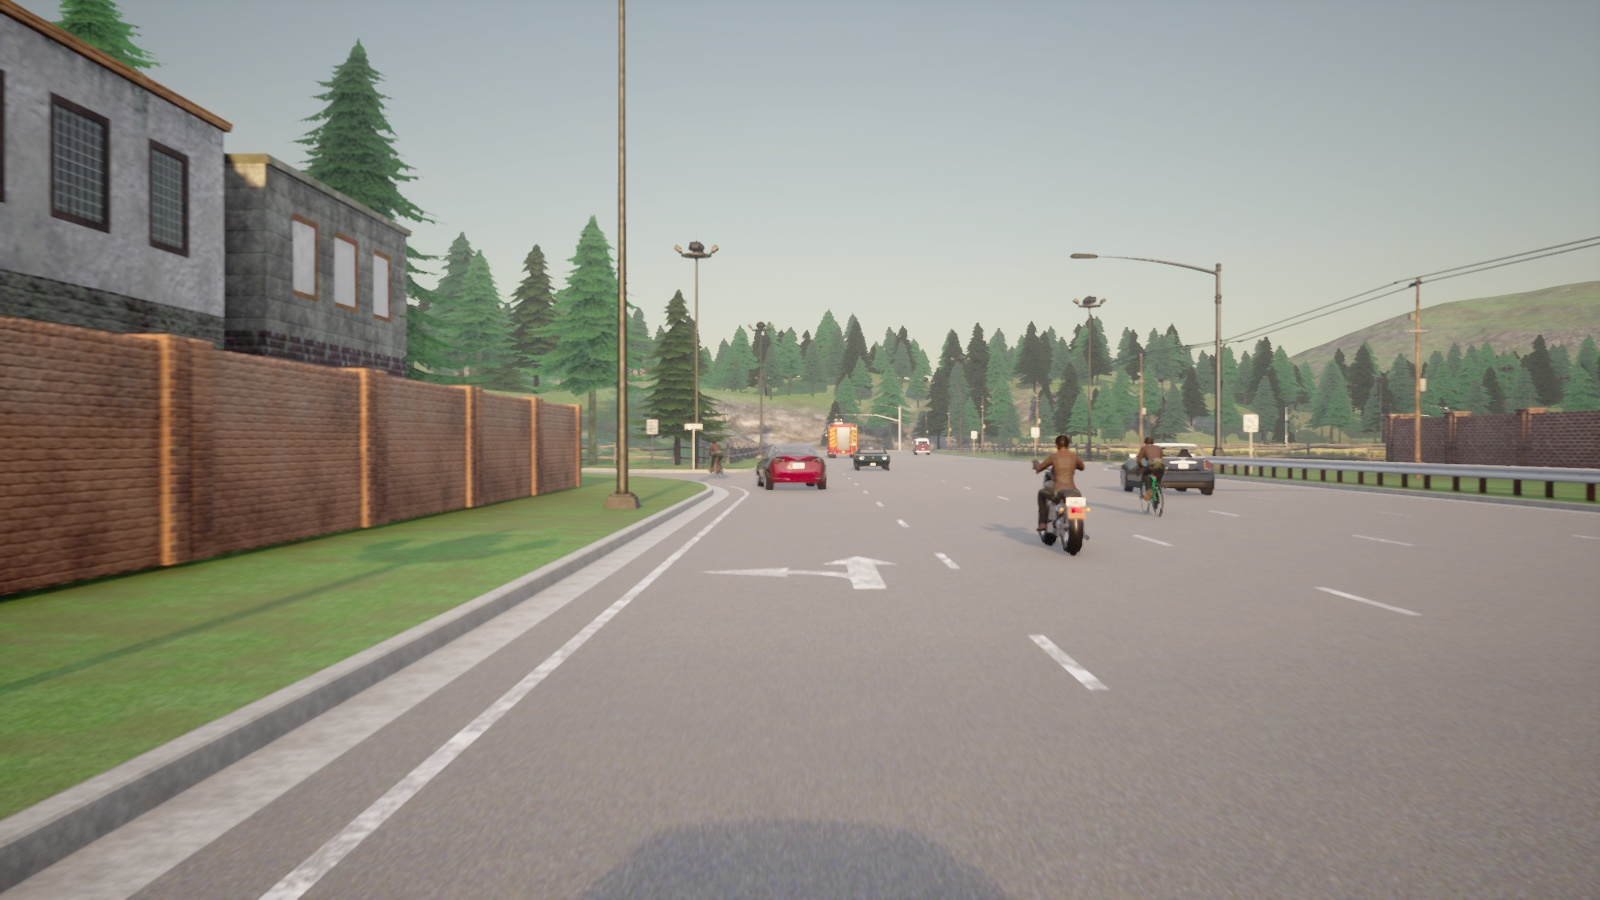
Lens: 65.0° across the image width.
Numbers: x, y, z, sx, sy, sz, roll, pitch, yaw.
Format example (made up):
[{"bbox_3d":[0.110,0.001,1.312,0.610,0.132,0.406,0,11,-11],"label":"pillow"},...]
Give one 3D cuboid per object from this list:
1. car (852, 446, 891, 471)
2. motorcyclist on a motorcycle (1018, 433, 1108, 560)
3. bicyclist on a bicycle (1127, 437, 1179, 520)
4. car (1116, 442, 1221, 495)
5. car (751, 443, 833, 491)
[{"bbox_3d":[3.908,0.462,69.234,1.895,1.301,4.718,0,0,0],"label":"car"},{"bbox_3d":[3.614,0.602,17.432,0.766,1.649,2.350,0,0,0],"label":"motorcyclist on a motorcycle"},{"bbox_3d":[7.160,0.562,25.529,0.582,1.620,1.656,0,0,0],"label":"bicyclist on a bicycle"},{"bbox_3d":[10.725,0.514,36.817,1.970,1.475,3.806,0,0,0],"label":"car"},{"bbox_3d":[-0.335,0.515,41.133,2.163,1.488,4.792,0,0,-7],"label":"car"}]
